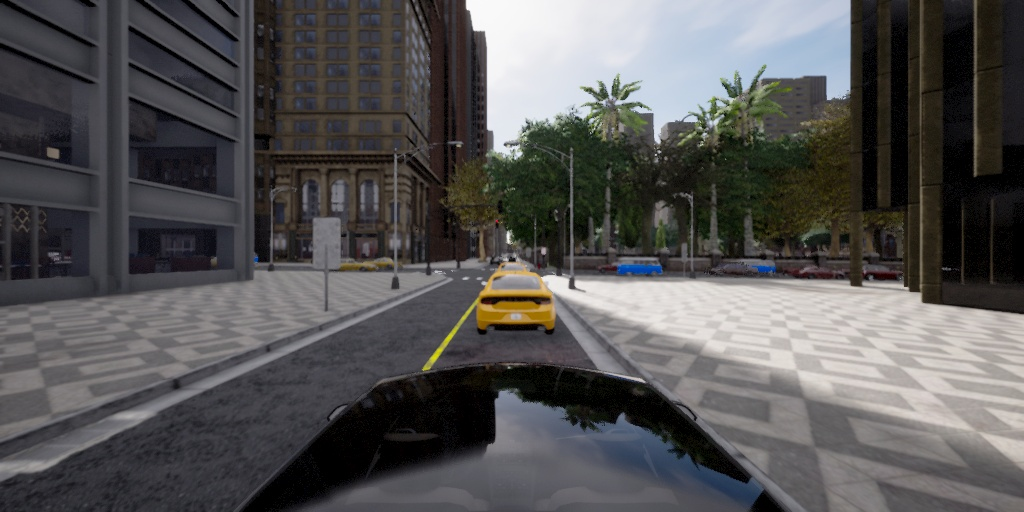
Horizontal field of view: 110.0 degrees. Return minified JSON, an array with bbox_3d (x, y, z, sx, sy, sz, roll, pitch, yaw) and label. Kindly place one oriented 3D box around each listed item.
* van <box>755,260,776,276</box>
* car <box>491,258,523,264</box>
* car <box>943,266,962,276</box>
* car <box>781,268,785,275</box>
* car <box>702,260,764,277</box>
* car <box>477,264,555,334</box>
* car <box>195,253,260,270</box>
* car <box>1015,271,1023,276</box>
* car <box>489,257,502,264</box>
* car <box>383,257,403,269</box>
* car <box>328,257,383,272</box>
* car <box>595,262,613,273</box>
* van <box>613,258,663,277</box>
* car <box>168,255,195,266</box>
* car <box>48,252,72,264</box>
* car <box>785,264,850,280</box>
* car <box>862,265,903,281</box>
[{"bbox_3d":[28.481,1.354,41.937,3.998,1.789,1.690,0,0,0],"label":"van"},{"bbox_3d":[0.009,1.103,20.465,1.882,1.535,5.008,0,0,0],"label":"car"},{"bbox_3d":[46.020,1.831,39.107,4.674,1.442,1.812,1,0,1],"label":"car"},{"bbox_3d":[34.004,1.649,41.913,4.507,1.381,1.888,0,0,0],"label":"car"},{"bbox_3d":[23.928,1.489,39.287,5.357,1.411,2.033,1,0,0],"label":"car"},{"bbox_3d":[0.097,1.169,10.405,1.882,1.535,5.008,0,0,0],"label":"car"},{"bbox_3d":[-26.373,0.644,33.645,4.829,1.417,1.751,0,0,0],"label":"car"},{"bbox_3d":[50.549,1.953,33.316,4.313,1.339,1.948,0,0,0],"label":"car"},{"bbox_3d":[-3.005,0.905,64.295,1.837,1.490,4.892,0,0,1],"label":"car"},{"bbox_3d":[-15.345,0.818,42.123,4.829,1.417,1.751,0,0,0],"label":"car"},{"bbox_3d":[-15.032,0.829,33.597,4.829,1.417,1.751,0,0,0],"label":"car"},{"bbox_3d":[11.911,1.322,42.007,4.207,1.307,1.802,0,0,0],"label":"car"},{"bbox_3d":[11.885,1.091,33.482,3.998,1.789,1.690,0,0,0],"label":"van"},{"bbox_3d":[-37.855,0.490,42.220,4.313,1.339,1.948,0,0,0],"label":"car"},{"bbox_3d":[-43.555,0.284,33.719,4.097,1.591,1.967,0,0,0],"label":"car"},{"bbox_3d":[28.455,1.606,33.411,4.207,1.307,1.802,0,0,0],"label":"car"},{"bbox_3d":[33.979,1.555,33.387,4.097,1.591,1.967,0,0,0],"label":"car"}]
